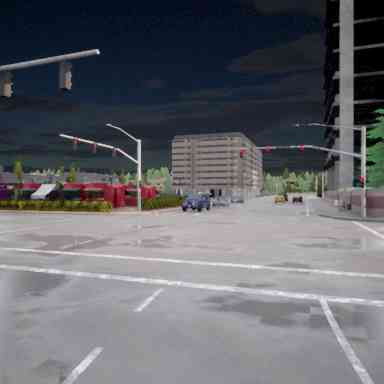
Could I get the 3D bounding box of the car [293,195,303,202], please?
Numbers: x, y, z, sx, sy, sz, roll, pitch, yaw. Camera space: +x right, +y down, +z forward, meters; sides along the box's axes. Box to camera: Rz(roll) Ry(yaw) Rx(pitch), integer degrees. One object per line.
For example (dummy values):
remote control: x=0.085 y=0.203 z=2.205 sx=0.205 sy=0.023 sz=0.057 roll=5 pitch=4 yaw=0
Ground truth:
car: x=24.742 y=1.517 z=77.344 sx=2.128 sy=1.511 sz=4.902 roll=0 pitch=0 yaw=19

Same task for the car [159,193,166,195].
car: x=-7.964 y=1.201 z=81.445 sx=4.605 sy=1.855 sz=1.932 roll=0 pitch=0 yaw=19

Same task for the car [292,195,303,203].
car: x=21.449 y=1.471 z=67.601 sx=1.882 sy=1.535 sz=5.008 roll=0 pitch=0 yaw=19

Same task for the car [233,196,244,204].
car: x=8.518 y=1.485 z=62.446 sx=2.128 sy=1.511 sz=4.902 roll=0 pitch=0 yaw=19

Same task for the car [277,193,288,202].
car: x=21.547 y=1.217 z=78.821 sx=2.150 sy=2.045 sz=5.566 roll=0 pitch=0 yaw=19

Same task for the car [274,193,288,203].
car: x=18.236 y=1.471 z=69.005 sx=1.882 sy=1.535 sz=5.008 roll=0 pitch=0 yaw=19

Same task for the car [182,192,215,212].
car: x=0.597 y=1.218 z=39.317 sx=2.150 sy=2.045 sz=5.566 roll=0 pitch=0 yaw=19

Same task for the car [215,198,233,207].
car: x=4.353 y=1.596 z=50.338 sx=1.895 sy=1.301 sz=4.718 roll=0 pitch=0 yaw=19
